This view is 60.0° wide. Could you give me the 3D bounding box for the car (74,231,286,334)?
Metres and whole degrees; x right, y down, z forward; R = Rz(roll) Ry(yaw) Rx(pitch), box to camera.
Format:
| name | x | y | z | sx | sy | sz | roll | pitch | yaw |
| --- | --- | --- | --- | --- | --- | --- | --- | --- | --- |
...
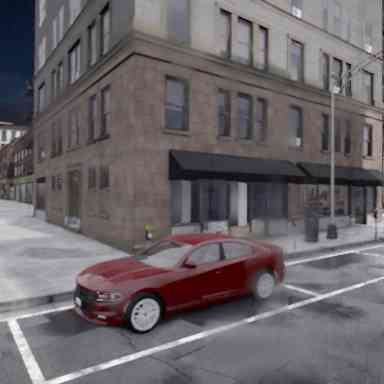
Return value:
| name | x | y | z | sx | sy | sz | roll | pitch | yaw |
| --- | --- | --- | --- | --- | --- | --- | --- | --- | --- |
| car | -0.021 | 1.538 | 6.743 | 4.507 | 1.381 | 1.887 | 0 | 1 | -36 |
